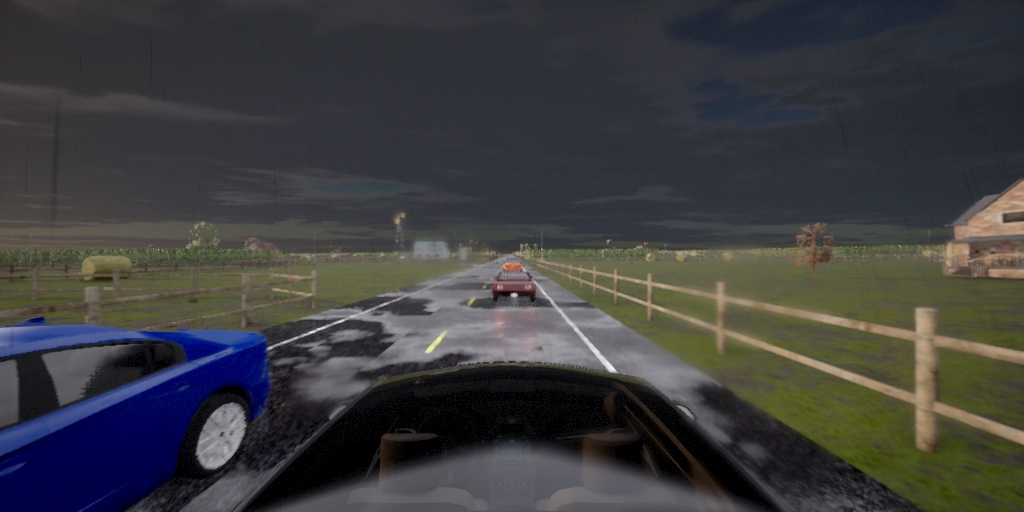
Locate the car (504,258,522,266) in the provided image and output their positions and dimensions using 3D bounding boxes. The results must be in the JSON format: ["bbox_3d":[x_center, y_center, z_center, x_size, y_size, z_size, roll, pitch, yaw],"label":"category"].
[{"bbox_3d":[0.095,1.069,41.749,2.097,1.767,4.553,0,0,0],"label":"car"}]

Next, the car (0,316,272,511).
[{"bbox_3d":[-3.599,1.228,1.874,1.882,1.535,5.008,0,0,0],"label":"car"}]

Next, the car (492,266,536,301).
[{"bbox_3d":[0.098,1.349,17.316,1.895,1.301,4.718,0,0,0],"label":"car"}]
